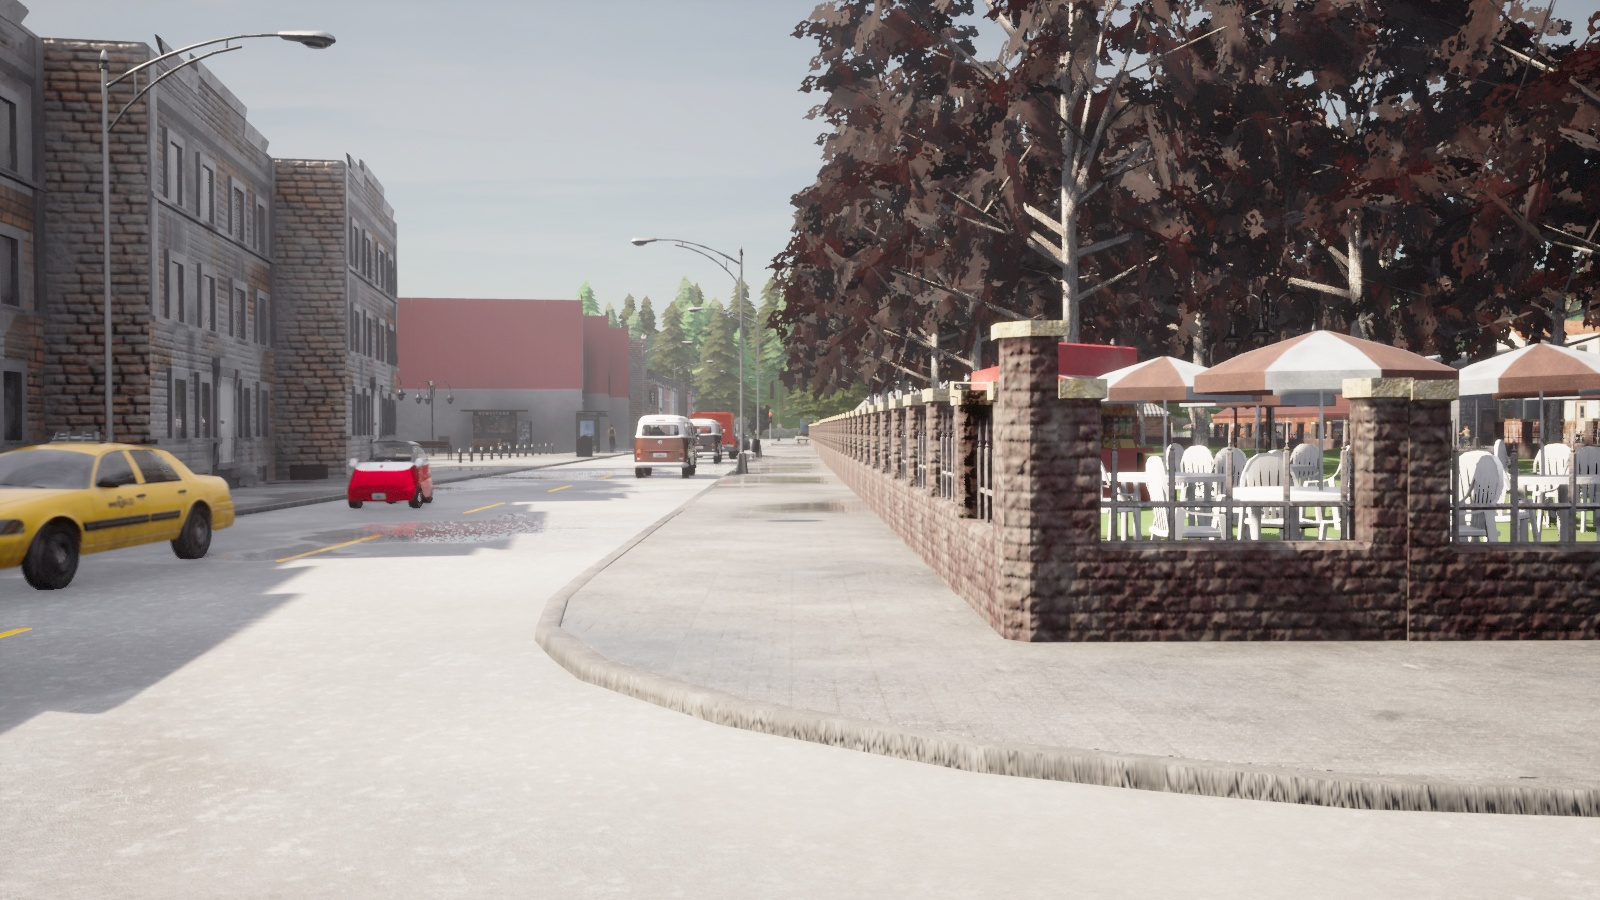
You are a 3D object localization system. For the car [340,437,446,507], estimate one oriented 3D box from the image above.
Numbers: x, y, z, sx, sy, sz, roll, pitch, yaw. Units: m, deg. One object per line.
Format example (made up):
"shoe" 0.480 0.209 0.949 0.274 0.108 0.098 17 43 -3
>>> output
"car" -8.317 0.416 25.801 1.481 1.376 2.207 0 1 0

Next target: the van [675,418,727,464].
"van" -4.555 -0.446 58.284 2.069 2.038 4.480 0 1 0

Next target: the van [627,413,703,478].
"van" -4.435 -0.169 41.790 2.069 2.038 4.480 0 1 0

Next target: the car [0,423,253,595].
"car" -8.229 0.496 14.169 1.801 1.575 5.366 0 1 0

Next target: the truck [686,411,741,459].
"truck" -4.614 -0.813 67.626 2.627 2.467 5.204 0 1 0
